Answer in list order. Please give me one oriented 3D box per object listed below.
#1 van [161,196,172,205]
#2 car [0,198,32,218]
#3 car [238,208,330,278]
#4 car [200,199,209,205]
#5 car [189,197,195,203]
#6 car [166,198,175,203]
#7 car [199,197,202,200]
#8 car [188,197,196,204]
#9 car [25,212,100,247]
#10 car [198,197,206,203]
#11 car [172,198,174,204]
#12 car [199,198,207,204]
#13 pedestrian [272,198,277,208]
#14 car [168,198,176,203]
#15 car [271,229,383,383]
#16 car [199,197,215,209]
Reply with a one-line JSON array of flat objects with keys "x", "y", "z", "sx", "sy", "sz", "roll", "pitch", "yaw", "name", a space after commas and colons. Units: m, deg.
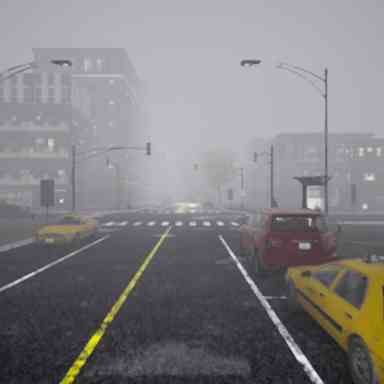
[{"x": -5.695, "y": 1.897, "z": 70.915, "sx": 1.690, "sy": 1.788, "sz": 3.998, "roll": 0, "pitch": -1, "yaw": 0, "name": "van"}, {"x": -17.274, "y": 1.476, "z": 30.107, "sx": 5.009, "sy": 1.841, "sz": 2.192, "roll": 0, "pitch": -1, "yaw": 0, "name": "car"}, {"x": 2.690, "y": 1.388, "z": 10.335, "sx": 2.192, "sy": 1.841, "sz": 5.009, "roll": 0, "pitch": 0, "yaw": 0, "name": "car"}, {"x": 2.686, "y": 2.138, "z": 70.913, "sx": 1.802, "sy": 1.307, "sz": 4.206, "roll": 0, "pitch": -1, "yaw": 0, "name": "car"}, {"x": -0.004, "y": 2.180, "z": 91.012, "sx": 1.812, "sy": 1.442, "sz": 4.674, "roll": 0, "pitch": -1, "yaw": 0, "name": "car"}, {"x": -5.695, "y": 2.281, "z": 88.004, "sx": 1.947, "sy": 1.339, "sz": 4.313, "roll": 0, "pitch": -1, "yaw": 0, "name": "car"}, {"x": 2.687, "y": 1.897, "z": 59.520, "sx": 1.967, "sy": 1.590, "sz": 4.097, "roll": 0, "pitch": 0, "yaw": 0, "name": "car"}, {"x": -0.003, "y": 2.113, "z": 80.595, "sx": 1.882, "sy": 1.535, "sz": 5.008, "roll": 0, "pitch": -1, "yaw": 0, "name": "car"}, {"x": -5.692, "y": 1.636, "z": 15.703, "sx": 1.752, "sy": 1.417, "sz": 4.829, "roll": 0, "pitch": 0, "yaw": 0, "name": "car"}, {"x": 2.685, "y": 2.155, "z": 88.003, "sx": 1.967, "sy": 1.590, "sz": 4.097, "roll": 0, "pitch": -1, "yaw": 0, "name": "car"}, {"x": -5.695, "y": 2.190, "z": 76.610, "sx": 1.802, "sy": 1.307, "sz": 4.206, "roll": 0, "pitch": -1, "yaw": 0, "name": "car"}, {"x": 2.686, "y": 2.211, "z": 82.306, "sx": 2.008, "sy": 1.369, "sz": 4.403, "roll": 0, "pitch": -1, "yaw": 0, "name": "car"}, {"x": 6.134, "y": 1.317, "z": 24.880, "sx": 0.375, "sy": 1.860, "sz": 0.375, "roll": 0, "pitch": 0, "yaw": 0, "name": "pedestrian"}, {"x": -5.696, "y": 2.321, "z": 93.700, "sx": 2.008, "sy": 1.369, "sz": 4.403, "roll": 0, "pitch": -1, "yaw": 0, "name": "car"}, {"x": 2.690, "y": 1.561, "z": 4.963, "sx": 1.752, "sy": 1.417, "sz": 4.829, "roll": 0, "pitch": 0, "yaw": 0, "name": "car"}, {"x": 2.687, "y": 1.958, "z": 53.823, "sx": 2.008, "sy": 1.369, "sz": 4.403, "roll": 0, "pitch": 0, "yaw": 0, "name": "car"}]
